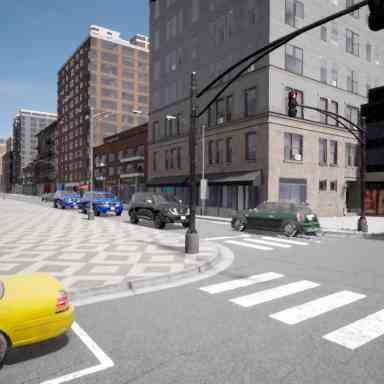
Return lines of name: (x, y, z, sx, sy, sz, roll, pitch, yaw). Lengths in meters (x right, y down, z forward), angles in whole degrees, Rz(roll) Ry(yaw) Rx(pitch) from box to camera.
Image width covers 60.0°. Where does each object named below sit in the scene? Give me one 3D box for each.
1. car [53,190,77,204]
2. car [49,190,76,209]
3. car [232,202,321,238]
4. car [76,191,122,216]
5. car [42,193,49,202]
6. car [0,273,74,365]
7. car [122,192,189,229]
car: (-19.484, 0.769, 50.944, 2.150, 2.045, 5.566, 1, 0, -35)
car: (-14.209, 0.862, 37.973, 2.150, 2.045, 5.566, 1, 0, -35)
car: (4.263, 1.274, 17.471, 2.097, 1.767, 4.553, 1, 0, -42)
car: (-8.013, 0.960, 29.188, 2.150, 2.045, 5.566, 1, 0, -35)
car: (-25.542, 0.945, 59.515, 2.128, 1.511, 4.902, 1, 0, -36)
car: (-3.979, 1.525, 3.914, 4.829, 1.417, 1.752, 0, 1, -36)
car: (-2.070, 1.053, 20.778, 2.150, 2.045, 5.566, 1, 0, -35)
